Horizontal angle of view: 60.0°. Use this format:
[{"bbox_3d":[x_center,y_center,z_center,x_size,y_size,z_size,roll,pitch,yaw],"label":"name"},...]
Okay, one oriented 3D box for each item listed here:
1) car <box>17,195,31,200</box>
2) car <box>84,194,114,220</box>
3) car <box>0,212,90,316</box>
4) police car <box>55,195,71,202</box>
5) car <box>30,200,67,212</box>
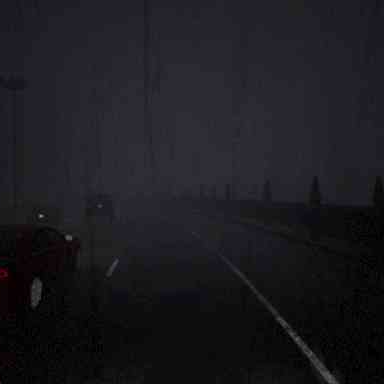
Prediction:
[{"bbox_3d":[-42.288,1.400,83.529,4.181,1.385,1.994,0,0,36],"label":"car"},{"bbox_3d":[-7.571,1.165,27.151,2.150,2.045,5.566,0,0,-16],"label":"car"},{"bbox_3d":[-3.925,1.460,7.490,1.882,1.535,5.008,0,0,-4],"label":"car"},{"bbox_3d":[-28.232,1.353,72.499,1.930,1.638,5.238,-1,0,-43],"label":"police car"},{"bbox_3d":[-10.180,1.529,23.322,1.994,1.385,4.181,0,0,-14],"label":"car"}]
